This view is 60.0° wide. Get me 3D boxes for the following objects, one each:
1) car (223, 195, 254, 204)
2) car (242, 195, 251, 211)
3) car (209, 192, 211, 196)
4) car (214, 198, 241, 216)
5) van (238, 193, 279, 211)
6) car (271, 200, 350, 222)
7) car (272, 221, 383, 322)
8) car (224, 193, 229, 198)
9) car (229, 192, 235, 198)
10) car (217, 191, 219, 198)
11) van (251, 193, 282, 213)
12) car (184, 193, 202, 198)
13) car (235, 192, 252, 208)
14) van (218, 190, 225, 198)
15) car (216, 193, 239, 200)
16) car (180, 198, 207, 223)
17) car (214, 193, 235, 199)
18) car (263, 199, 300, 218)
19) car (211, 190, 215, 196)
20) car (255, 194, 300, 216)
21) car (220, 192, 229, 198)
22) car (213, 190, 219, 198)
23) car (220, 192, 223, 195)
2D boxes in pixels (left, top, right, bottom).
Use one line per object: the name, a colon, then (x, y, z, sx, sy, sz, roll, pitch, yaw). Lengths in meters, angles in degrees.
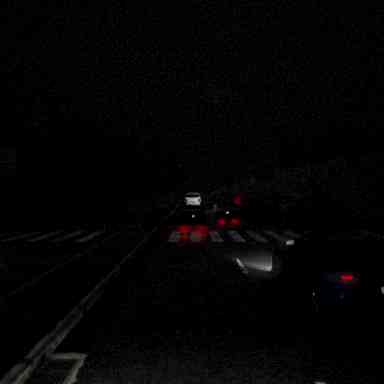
car: (8.096, 1.304, 57.622, 4.792, 1.488, 2.163, 1, 0, -20)
car: (8.064, 1.406, 33.732, 4.892, 1.521, 2.231, 1, 0, -20)
car: (8.079, 0.767, 90.415, 4.892, 1.521, 2.231, 1, 1, -20)
car: (3.100, 1.522, 31.424, 1.895, 1.301, 4.718, 0, 0, 0)
van: (7.965, 1.161, 39.653, 4.442, 1.987, 1.878, 1, 0, -20)
car: (8.044, 1.468, 21.767, 4.792, 1.488, 2.163, 1, 0, -20)
car: (3.100, 1.528, 7.162, 1.994, 1.385, 4.181, 0, -1, 0)
car: (8.042, 1.358, 51.625, 4.792, 1.488, 2.163, 1, 1, -20)
car: (8.099, 1.128, 42.696, 5.566, 2.045, 2.435, 1, 0, -20)
car: (8.042, 1.027, 66.551, 4.553, 1.767, 2.185, 0, 1, -20)
van: (8.181, 1.189, 30.792, 4.442, 1.987, 1.878, 1, 0, -20)
car: (0.100, 1.109, 42.908, 2.150, 2.045, 5.566, 0, 0, 0)
car: (8.048, 1.145, 36.700, 5.566, 2.045, 2.435, 1, 0, -20)
van: (7.965, 0.972, 63.523, 4.442, 1.987, 1.878, 0, 1, -20)
car: (8.096, 1.030, 75.524, 4.792, 1.488, 2.163, 0, 1, -20)
car: (0.100, 1.430, 24.998, 2.128, 1.511, 4.902, 0, 0, 0)
car: (8.065, 0.939, 81.476, 4.674, 1.452, 2.002, 0, 1, -20)
car: (8.065, 1.470, 24.785, 4.674, 1.452, 2.002, 1, 0, -20)
car: (7.897, 0.943, 78.427, 5.366, 1.575, 1.946, 0, 1, -20)
car: (8.042, 1.296, 27.757, 4.553, 1.767, 2.185, 1, 0, -20)
car: (7.898, 1.297, 54.552, 5.366, 1.575, 1.946, 1, 1, -20)
car: (7.896, 1.048, 72.462, 5.366, 1.575, 1.946, 0, 1, -20)
car: (8.064, 1.276, 60.594, 4.674, 1.452, 2.002, 0, 1, -20)
